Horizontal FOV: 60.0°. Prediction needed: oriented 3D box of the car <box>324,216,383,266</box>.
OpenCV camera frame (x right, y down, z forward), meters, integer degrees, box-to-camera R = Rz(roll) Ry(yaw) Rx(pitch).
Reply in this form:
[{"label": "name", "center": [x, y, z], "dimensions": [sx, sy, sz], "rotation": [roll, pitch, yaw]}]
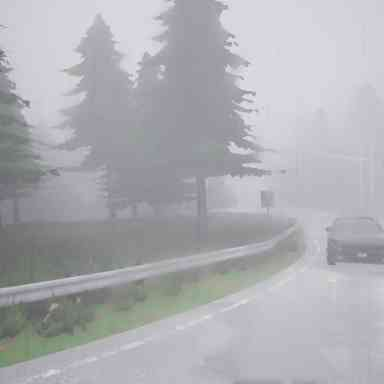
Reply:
[{"label": "car", "center": [5.935, 1.626, 12.034], "dimensions": [1.882, 1.535, 5.008], "rotation": [-2, -2, 23]}]
